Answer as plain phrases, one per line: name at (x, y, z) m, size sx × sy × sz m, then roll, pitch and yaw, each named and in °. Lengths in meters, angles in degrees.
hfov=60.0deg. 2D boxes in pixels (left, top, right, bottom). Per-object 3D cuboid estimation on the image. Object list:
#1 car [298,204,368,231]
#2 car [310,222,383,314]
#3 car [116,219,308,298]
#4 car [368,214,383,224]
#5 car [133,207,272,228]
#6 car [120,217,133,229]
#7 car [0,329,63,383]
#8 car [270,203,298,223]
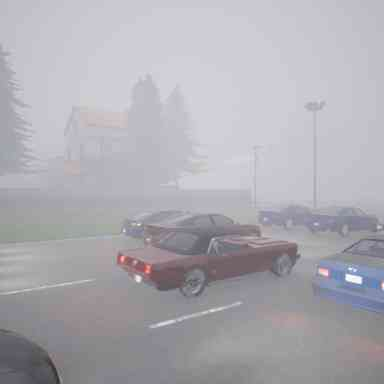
car at (8.326, 1.478, 18.307) m, size 5.008 × 1.535 × 1.882 m, roll 0°, pitch 0°, yaw -36°
car at (4.835, 1.547, 7.204) m, size 5.357 × 1.411 × 2.033 m, roll 0°, pitch 0°, yaw -35°
car at (0.628, 1.601, 8.520) m, size 4.718 × 1.301 × 1.895 m, roll 0°, pitch 0°, yaw -35°
car at (10.526, 1.601, 15.576) m, size 4.718 × 1.301 × 1.895 m, roll 0°, pitch 0°, yaw -36°
car at (0.538, 1.478, 12.752) m, size 5.008 × 1.535 × 1.882 m, roll 0°, pitch 0°, yaw -35°
car at (-1.087, 1.526, 15.885) m, size 4.674 × 1.442 × 1.812 m, roll 0°, pitch 0°, yaw -36°
car at (-3.154, 1.492, 1.512) m, size 4.902 × 1.511 × 2.128 m, roll 0°, pitch 0°, yaw -35°
car at (6.383, 1.478, 21.218) m, size 5.008 × 1.535 × 1.882 m, roll 0°, pitch 0°, yaw -36°
